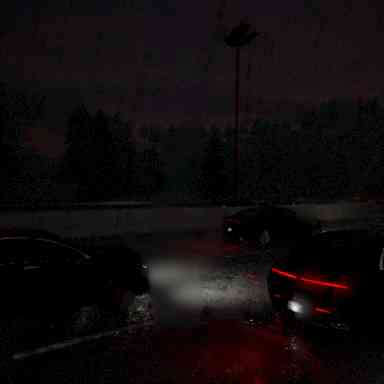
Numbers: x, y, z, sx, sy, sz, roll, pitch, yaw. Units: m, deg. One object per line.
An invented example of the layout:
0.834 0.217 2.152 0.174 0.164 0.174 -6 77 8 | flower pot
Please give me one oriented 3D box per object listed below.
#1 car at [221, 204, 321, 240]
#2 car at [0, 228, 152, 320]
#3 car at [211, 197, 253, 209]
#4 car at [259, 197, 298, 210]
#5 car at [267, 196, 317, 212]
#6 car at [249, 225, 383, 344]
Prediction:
3.629 1.369 14.743 5.008 1.535 1.882 0 0 -32 | car
-3.086 1.421 5.976 4.892 1.490 1.837 0 0 -35 | car
4.754 1.275 39.773 4.718 1.301 1.895 0 1 -28 | car
10.038 1.292 38.592 4.181 1.385 1.994 0 1 -27 | car
10.517 1.256 34.904 4.902 1.511 2.128 0 1 -28 | car
3.577 1.474 6.332 4.892 1.490 1.837 0 0 -33 | car
